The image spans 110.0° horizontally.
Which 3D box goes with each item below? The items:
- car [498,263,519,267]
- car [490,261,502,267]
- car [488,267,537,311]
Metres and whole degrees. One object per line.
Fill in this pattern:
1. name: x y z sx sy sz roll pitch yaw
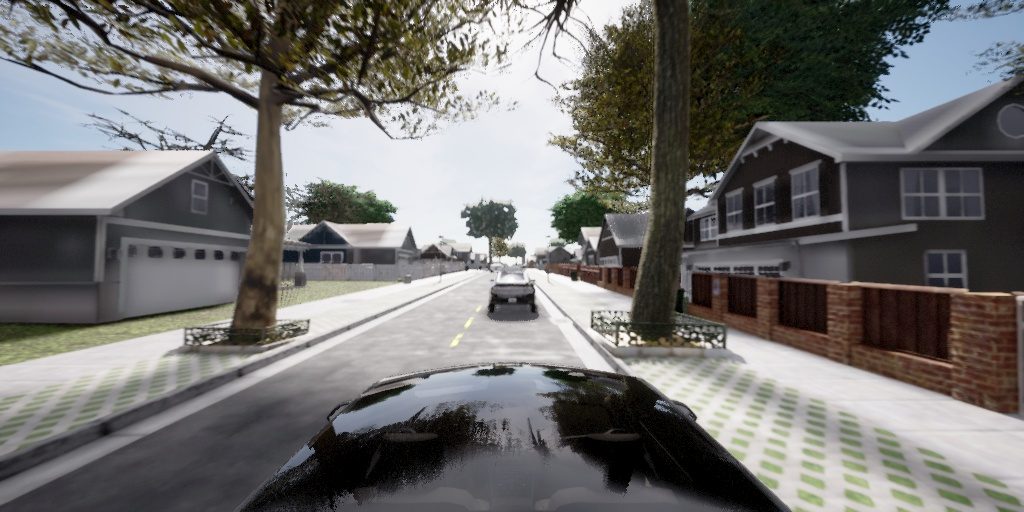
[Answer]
1. car: 0.063 1.599 31.118 1.882 1.535 5.008 0 -1 1
2. car: -2.690 1.903 63.412 2.150 2.045 5.566 0 -1 0
3. car: 0.037 1.410 15.364 2.128 1.511 4.902 0 -1 1
